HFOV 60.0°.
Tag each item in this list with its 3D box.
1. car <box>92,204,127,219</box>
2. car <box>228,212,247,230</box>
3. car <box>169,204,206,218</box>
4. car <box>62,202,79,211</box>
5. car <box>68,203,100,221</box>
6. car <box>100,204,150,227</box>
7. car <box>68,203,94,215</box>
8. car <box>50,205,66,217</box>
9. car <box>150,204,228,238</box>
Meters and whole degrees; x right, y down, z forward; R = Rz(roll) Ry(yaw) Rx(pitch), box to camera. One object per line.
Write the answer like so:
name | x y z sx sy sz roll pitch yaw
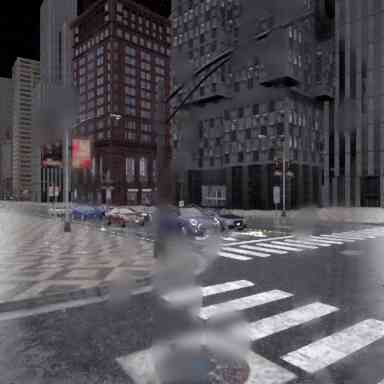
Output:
car | -9.510 2.153 38.015 2.128 1.511 4.902 0 -1 -36
car | 1.734 1.861 22.344 1.994 1.385 4.181 0 -1 -36
car | -0.554 2.061 37.020 1.812 1.442 4.674 0 -1 -36
car | -22.747 2.706 62.356 1.812 1.442 4.674 0 -1 -36
car | -10.886 2.103 34.357 1.882 1.535 5.008 0 -1 -36
car | -5.491 1.976 26.839 1.812 1.442 4.674 0 -1 -36
car | -15.548 2.352 46.507 2.128 1.511 4.902 0 -1 -35
car | -16.656 2.416 42.448 1.895 1.301 4.718 0 -1 -35
car | -0.340 1.636 19.625 2.097 1.767 4.553 0 -1 -35
